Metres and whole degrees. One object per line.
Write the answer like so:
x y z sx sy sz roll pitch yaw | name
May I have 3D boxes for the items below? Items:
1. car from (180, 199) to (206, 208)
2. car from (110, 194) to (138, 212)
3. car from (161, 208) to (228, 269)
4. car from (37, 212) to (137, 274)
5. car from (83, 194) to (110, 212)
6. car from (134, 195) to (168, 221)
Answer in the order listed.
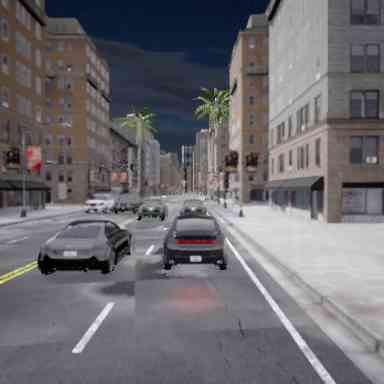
0.102 1.363 27.624 2.097 1.767 4.553 0 0 0 | car
-6.577 1.238 34.687 2.150 2.045 5.566 0 0 0 | car
0.101 1.507 11.143 1.837 1.490 4.892 0 0 0 | car
-3.149 1.566 10.599 1.994 1.385 4.181 0 0 0 | car
-9.821 1.239 35.718 2.150 2.045 5.566 0 0 0 | car
-3.150 1.363 27.581 2.097 1.767 4.553 0 0 0 | car
